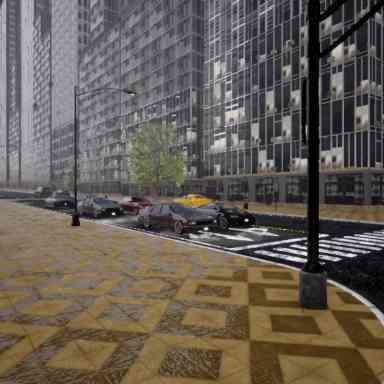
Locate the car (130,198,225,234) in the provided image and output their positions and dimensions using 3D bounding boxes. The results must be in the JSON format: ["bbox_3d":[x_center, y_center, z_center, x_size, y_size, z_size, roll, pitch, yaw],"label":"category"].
[{"bbox_3d":[-0.970,1.292,17.687,2.033,1.411,5.357,0,1,-38],"label":"car"}]

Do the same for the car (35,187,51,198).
[{"bbox_3d":[-28.475,-0.026,63.764,2.150,2.045,5.566,0,1,-38],"label":"car"}]

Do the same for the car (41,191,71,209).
[{"bbox_3d":[-13.397,0.939,33.562,1.994,1.385,4.181,0,1,-38],"label":"car"}]

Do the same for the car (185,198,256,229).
[{"bbox_3d":[1.721,1.309,19.523,1.994,1.385,4.181,0,1,-38],"label":"car"}]

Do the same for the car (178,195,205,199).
[{"bbox_3d":[-0.126,1.003,32.714,1.882,1.535,5.008,0,1,-38],"label":"car"}]

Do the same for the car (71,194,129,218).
[{"bbox_3d":[-7.188,1.107,25.614,2.033,1.411,5.357,0,1,-38],"label":"car"}]

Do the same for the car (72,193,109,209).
[{"bbox_3d":[-11.025,0.913,35.804,2.033,1.411,5.357,0,1,-38],"label":"car"}]

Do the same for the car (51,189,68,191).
[{"bbox_3d":[-25.349,0.271,65.040,1.837,1.490,4.892,0,1,-38],"label":"car"}]

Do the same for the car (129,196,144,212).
[{"bbox_3d":[-4.610,1.082,27.592,1.812,1.442,4.674,0,1,-38],"label":"car"}]
